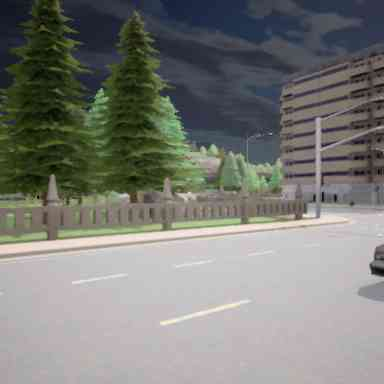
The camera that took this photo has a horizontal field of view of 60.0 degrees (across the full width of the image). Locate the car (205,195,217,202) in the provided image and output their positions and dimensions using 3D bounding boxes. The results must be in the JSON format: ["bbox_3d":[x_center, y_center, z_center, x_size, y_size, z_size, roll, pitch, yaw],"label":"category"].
[{"bbox_3d":[4.129,1.402,71.621,2.033,1.411,5.357,0,0,10],"label":"car"}]

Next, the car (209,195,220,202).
[{"bbox_3d":[4.022,1.381,55.983,2.128,1.511,4.902,0,0,-10],"label":"car"}]

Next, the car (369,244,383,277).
[{"bbox_3d":[6.714,1.532,8.608,5.357,1.411,2.033,0,0,-35],"label":"car"}]
